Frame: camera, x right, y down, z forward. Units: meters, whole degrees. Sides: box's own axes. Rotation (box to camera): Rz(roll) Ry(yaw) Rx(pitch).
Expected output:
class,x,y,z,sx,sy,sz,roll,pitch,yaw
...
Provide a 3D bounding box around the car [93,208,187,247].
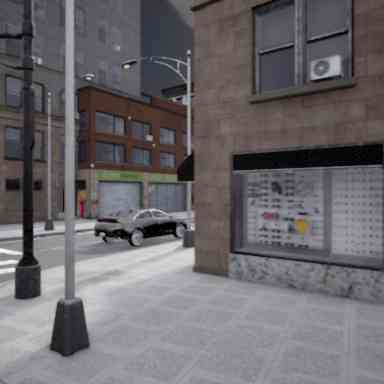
class,x,y,z,sx,sy,sz,roll,pitch,yaw
car,-2.133,1.462,15.129,2.128,1.511,4.902,0,0,35
